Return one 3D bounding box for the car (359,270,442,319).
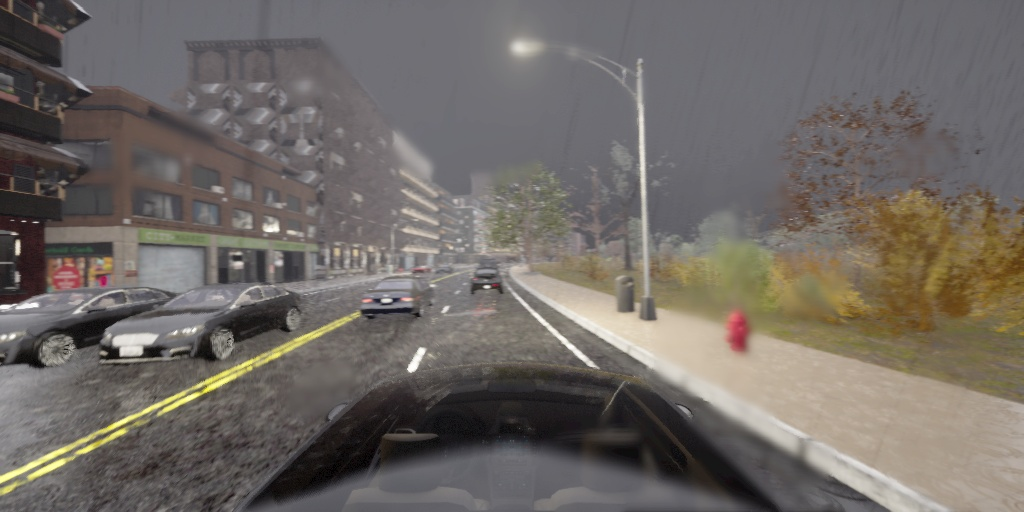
[{"bbox_3d":[-4.142,1.460,13.704,2.033,1.411,5.357,-1,0,-5],"label":"car"}]

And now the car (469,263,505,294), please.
[{"bbox_3d":[-1.515,1.395,21.552,1.837,1.490,4.892,-1,0,-4],"label":"car"}]

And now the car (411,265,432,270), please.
[{"bbox_3d":[-12.666,1.969,50.282,1.895,1.301,4.718,-2,0,0],"label":"car"}]

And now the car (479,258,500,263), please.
[{"bbox_3d":[-2.602,1.264,40.967,2.150,2.045,5.566,-2,0,-2],"label":"car"}]

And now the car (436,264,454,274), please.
[{"bbox_3d":[-9.415,1.847,50.358,1.994,1.385,4.181,-2,0,0],"label":"car"}]

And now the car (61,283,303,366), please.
[{"bbox_3d":[-7.051,1.454,8.846,2.128,1.511,4.902,-1,0,-6],"label":"car"}]

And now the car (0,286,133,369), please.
[{"bbox_3d":[-10.300,1.536,8.663,2.128,1.511,4.902,-1,0,-6],"label":"car"}]
